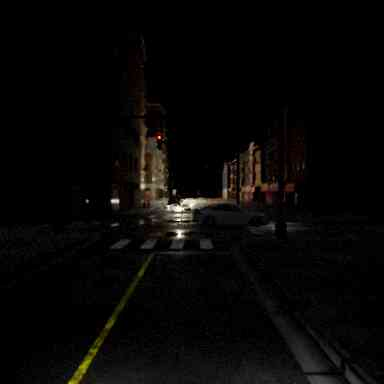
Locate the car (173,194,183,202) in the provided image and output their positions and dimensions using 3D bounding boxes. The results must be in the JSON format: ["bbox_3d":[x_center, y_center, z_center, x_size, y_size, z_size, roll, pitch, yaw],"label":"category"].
[{"bbox_3d":[-2.762,1.211,67.544,1.812,1.442,4.674,0,0,0],"label":"car"}]

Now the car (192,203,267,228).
[{"bbox_3d":[2.323,1.436,20.911,4.674,1.442,1.812,1,0,0],"label":"car"}]

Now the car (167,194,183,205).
[{"bbox_3d":[-2.814,1.327,52.227,1.812,1.442,4.674,0,0,0],"label":"car"}]
